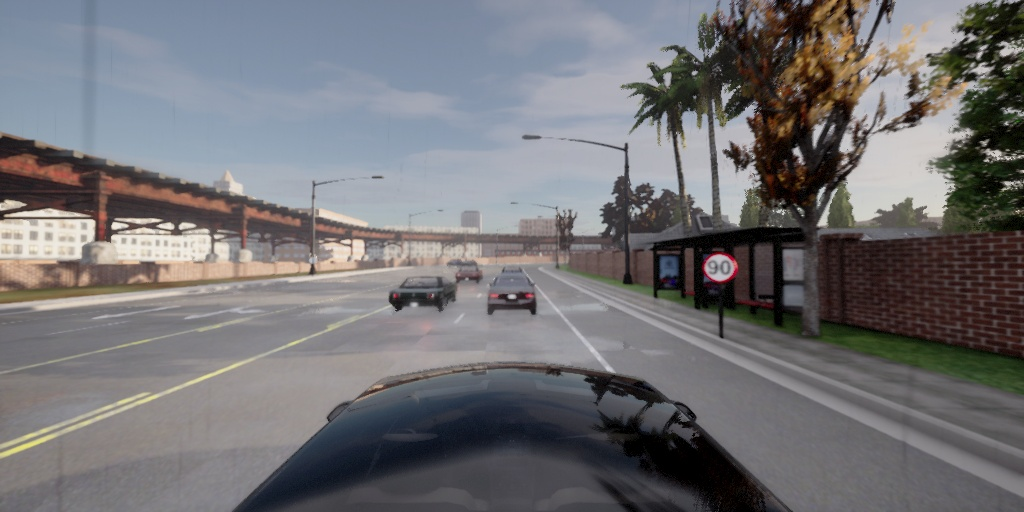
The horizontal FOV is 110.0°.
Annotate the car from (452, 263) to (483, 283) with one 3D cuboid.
[{"bbox_3d":[-3.496,1.514,30.056,1.895,1.301,4.718,0,0,0],"label":"car"}]

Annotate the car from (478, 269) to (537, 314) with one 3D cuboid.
[{"bbox_3d":[0.004,1.409,14.366,2.033,1.411,5.357,0,0,0],"label":"car"}]

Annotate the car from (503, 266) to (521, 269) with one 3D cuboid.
[{"bbox_3d":[0.004,1.511,30.054,1.895,1.301,4.718,0,0,0],"label":"car"}]

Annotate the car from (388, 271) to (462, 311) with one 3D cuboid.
[{"bbox_3d":[-3.491,1.470,15.074,1.895,1.301,4.718,0,0,0],"label":"car"}]
